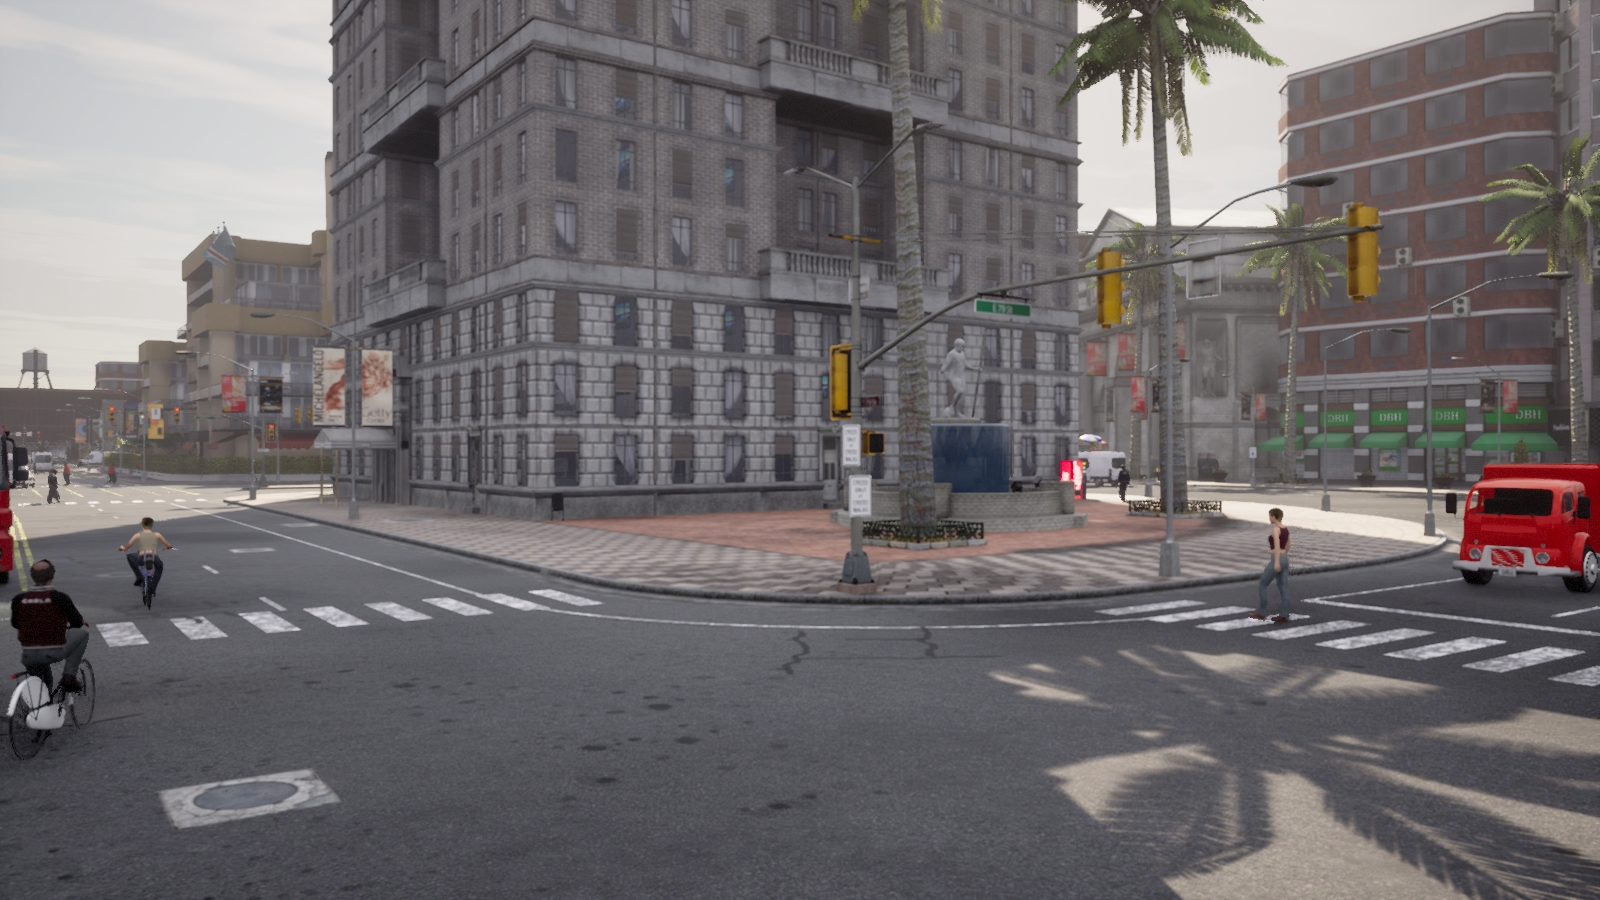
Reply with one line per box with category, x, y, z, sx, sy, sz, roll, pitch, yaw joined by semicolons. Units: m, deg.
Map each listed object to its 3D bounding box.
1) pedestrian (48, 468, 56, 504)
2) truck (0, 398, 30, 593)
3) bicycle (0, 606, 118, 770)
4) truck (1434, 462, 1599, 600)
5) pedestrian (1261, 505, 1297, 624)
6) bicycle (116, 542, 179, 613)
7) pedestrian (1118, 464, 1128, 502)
pedestrian;-38.329;1.841;58.542;0.375;1.860;0.375;0;0;-33
truck;-18.851;0.890;25.239;2.891;3.827;8.468;0;0;-35
bicycle;-7.055;2.207;10.897;0.329;1.171;1.835;0;0;-11
truck;15.605;1.514;23.713;5.204;2.467;2.627;0;0;-41
pedestrian;7.640;1.813;18.231;0.375;1.860;0.375;0;0;-35
bicycle;-11.647;2.249;20.378;0.859;1.080;1.487;0;0;-34
pedestrian;15.935;1.605;56.352;0.375;1.860;0.375;0;0;-7
